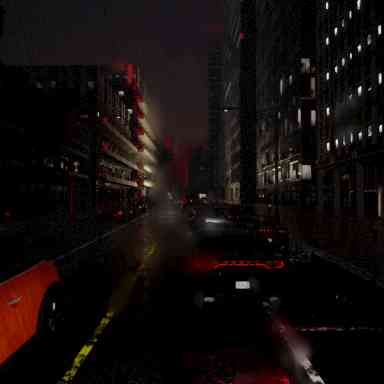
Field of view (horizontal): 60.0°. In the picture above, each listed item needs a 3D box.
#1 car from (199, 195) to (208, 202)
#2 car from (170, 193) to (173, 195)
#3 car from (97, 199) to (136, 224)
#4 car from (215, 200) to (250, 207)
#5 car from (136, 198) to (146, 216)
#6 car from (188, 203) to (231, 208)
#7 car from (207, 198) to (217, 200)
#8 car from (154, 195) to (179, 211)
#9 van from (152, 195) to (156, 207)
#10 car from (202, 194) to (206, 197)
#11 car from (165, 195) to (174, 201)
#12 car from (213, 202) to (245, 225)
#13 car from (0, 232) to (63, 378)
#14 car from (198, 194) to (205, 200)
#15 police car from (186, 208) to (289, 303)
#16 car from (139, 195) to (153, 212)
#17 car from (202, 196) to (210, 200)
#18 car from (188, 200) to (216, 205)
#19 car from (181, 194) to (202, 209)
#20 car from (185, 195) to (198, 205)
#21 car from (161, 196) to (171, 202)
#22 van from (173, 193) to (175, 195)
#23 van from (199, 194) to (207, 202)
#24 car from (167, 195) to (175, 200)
[{"bbox_3d":[2.579,1.455,74.869,1.967,1.590,4.097,1,0,0],"label":"car"},{"bbox_3d":[-5.792,1.330,69.223,2.192,1.841,5.009,1,0,0],"label":"car"},{"bbox_3d":[-5.716,1.449,24.848,1.967,1.590,4.097,1,0,0],"label":"car"},{"bbox_3d":[2.673,1.448,19.389,1.967,1.590,4.097,1,0,0],"label":"car"},{"bbox_3d":[-5.728,1.555,30.396,1.887,1.381,4.507,1,0,0],"label":"car"},{"bbox_3d":[0.848,1.533,18.317,1.812,1.442,4.674,0,0,0],"label":"car"},{"bbox_3d":[2.652,1.555,30.486,1.887,1.381,4.507,1,0,0],"label":"car"},{"bbox_3d":[-3.070,1.503,41.137,2.128,1.511,4.902,0,0,0],"label":"car"},{"bbox_3d":[-5.742,1.353,41.489,1.690,1.788,3.998,1,0,0],"label":"van"},{"bbox_3d":[2.615,1.538,52.847,1.752,1.417,4.829,1,0,0],"label":"car"},{"bbox_3d":[-5.788,1.540,85.692,1.752,1.417,4.829,1,0,0],"label":"car"},{"bbox_3d":[2.662,1.554,24.937,1.887,1.381,4.507,1,0,0],"label":"car"},{"bbox_3d":[-3.107,1.353,3.423,2.097,1.767,4.553,0,0,0],"label":"car"},{"bbox_3d":[2.551,1.454,91.513,1.967,1.590,4.097,1,0,0],"label":"car"},{"bbox_3d":[0.885,1.428,8.425,1.930,1.638,5.238,0,0,0],"label":"police car"},{"bbox_3d":[-5.734,1.451,35.943,1.967,1.590,4.097,1,0,0],"label":"car"},{"bbox_3d":[2.634,1.562,41.581,2.008,1.369,4.403,1,0,0],"label":"car"},{"bbox_3d":[0.807,1.535,24.315,1.812,1.442,4.674,0,0,0],"label":"car"},{"bbox_3d":[-0.064,1.234,45.515,2.150,2.045,5.566,0,0,0],"label":"car"},{"bbox_3d":[-0.100,1.366,58.893,2.097,1.767,4.553,0,0,0],"label":"car"},{"bbox_3d":[-5.812,1.540,74.599,1.752,1.417,4.829,1,0,0],"label":"car"},{"bbox_3d":[-5.783,1.356,80.316,1.690,1.788,3.998,1,0,0],"label":"van"},{"bbox_3d":[2.572,1.356,80.417,1.690,1.788,3.998,1,0,0],"label":"van"},{"bbox_3d":[-5.798,1.596,91.408,1.802,1.307,4.206,1,0,0],"label":"car"}]
